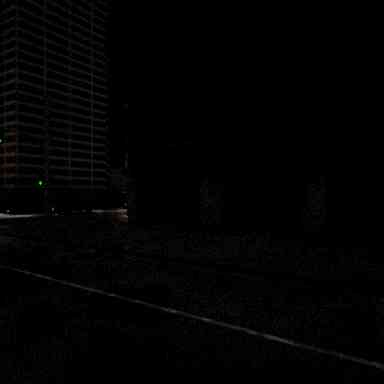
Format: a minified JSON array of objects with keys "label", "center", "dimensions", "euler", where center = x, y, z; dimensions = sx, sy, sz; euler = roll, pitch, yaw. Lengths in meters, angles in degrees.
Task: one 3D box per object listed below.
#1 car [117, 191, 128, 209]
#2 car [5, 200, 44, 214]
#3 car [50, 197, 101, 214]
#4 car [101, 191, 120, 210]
[{"label":"car","center":[-6.798,1.217,44.384],"dimensions":[2.150,2.045,5.566],"euler":[0,0,36]},{"label":"car","center":[-17.074,1.542,35.855],"dimensions":[2.033,1.411,5.357],"euler":[0,0,35]},{"label":"car","center":[-12.762,1.487,35.904],"dimensions":[2.128,1.511,4.902],"euler":[0,0,35]},{"label":"car","center":[-10.946,1.216,44.578],"dimensions":[2.150,2.045,5.566],"euler":[0,0,35]}]
